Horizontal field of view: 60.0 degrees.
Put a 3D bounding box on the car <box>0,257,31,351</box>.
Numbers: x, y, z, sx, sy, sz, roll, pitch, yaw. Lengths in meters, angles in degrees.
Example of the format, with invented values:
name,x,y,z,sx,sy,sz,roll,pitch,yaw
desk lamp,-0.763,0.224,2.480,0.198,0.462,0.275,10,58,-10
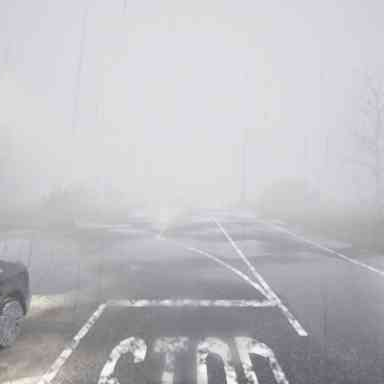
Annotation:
name,x,y,z,sx,sy,sz,roll,pitch,yaw
car,-3.505,1.494,3.392,2.128,1.511,4.902,0,0,0

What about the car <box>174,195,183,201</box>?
name,x,y,z,sx,sy,sz,roll,pitch,yaw
car,-3.154,1.375,79.806,1.882,1.535,5.008,0,0,2
